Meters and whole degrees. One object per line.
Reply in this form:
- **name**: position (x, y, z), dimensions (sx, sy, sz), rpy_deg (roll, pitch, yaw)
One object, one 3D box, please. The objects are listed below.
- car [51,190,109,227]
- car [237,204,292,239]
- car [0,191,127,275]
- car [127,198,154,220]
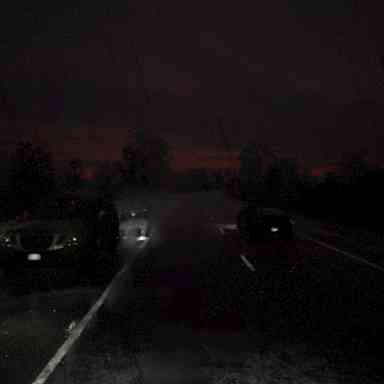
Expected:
- **car**: position (-7.380, 0.965, 22.703), dimensions (2.150, 2.045, 5.566), rpy_deg (-1, 2, -1)
- **car**: position (3.294, 1.285, 15.641), dimensions (1.812, 1.442, 4.674), rpy_deg (0, 1, -1)
- **car**: position (-3.729, 1.105, 10.499), dimensions (2.150, 2.045, 5.566), rpy_deg (0, 1, -1)
- **car**: position (-3.880, 1.191, 24.367), dimensions (2.128, 1.511, 4.902), rpy_deg (0, 1, 0)
